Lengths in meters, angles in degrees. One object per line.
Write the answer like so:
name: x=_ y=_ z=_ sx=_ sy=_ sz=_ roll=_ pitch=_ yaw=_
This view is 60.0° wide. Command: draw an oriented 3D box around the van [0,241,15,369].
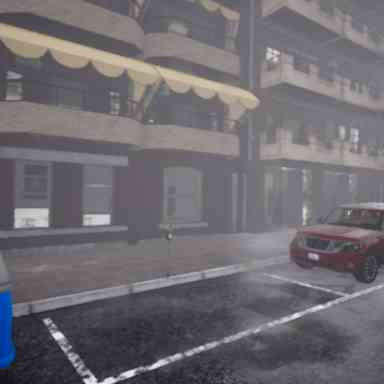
van: x=-3.938 y=1.350 z=3.261 sx=3.998 sy=1.788 sz=1.690 roll=0 pitch=2 yaw=-35

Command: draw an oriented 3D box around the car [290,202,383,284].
car: x=5.067 y=1.264 z=9.684 sx=5.009 sy=1.841 sz=2.192 roll=0 pitch=2 yaw=-35
